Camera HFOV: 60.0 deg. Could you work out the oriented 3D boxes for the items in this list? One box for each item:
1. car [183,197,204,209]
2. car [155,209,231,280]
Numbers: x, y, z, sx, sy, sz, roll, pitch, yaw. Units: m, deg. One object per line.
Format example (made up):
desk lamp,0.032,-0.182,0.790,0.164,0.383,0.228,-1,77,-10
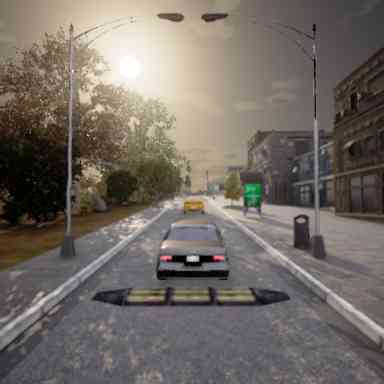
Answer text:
car,0.182,1.178,32.379,1.882,1.535,5.008,0,1,0
car,0.043,1.487,9.840,2.033,1.411,5.357,0,1,1
